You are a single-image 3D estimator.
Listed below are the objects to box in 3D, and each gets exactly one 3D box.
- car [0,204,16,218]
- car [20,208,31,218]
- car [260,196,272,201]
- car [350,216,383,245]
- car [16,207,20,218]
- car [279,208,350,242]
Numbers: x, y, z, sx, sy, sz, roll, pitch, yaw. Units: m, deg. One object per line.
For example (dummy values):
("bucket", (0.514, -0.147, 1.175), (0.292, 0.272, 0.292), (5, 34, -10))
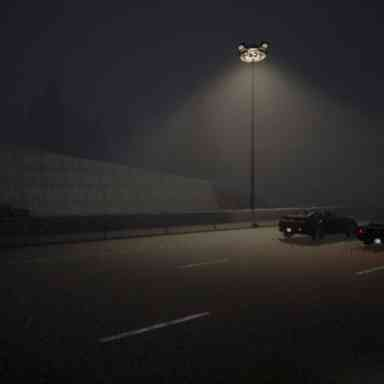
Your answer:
("car", (-11.880, 1.527, 17.007), (4.674, 1.442, 1.812), (0, 0, -35))
("car", (-15.870, 1.617, 27.057), (4.718, 1.301, 1.895), (0, 0, -35))
("car", (19.438, 1.702, 87.739), (1.994, 1.385, 4.181), (0, 1, -10))
("car", (9.295, 1.691, 14.683), (4.718, 1.301, 1.895), (0, 0, -35))
("car", (-15.129, 1.499, 23.287), (4.902, 1.511, 2.128), (0, 0, -35))
("car", (6.527, 1.577, 17.012), (4.902, 1.511, 2.128), (0, 0, -35))
